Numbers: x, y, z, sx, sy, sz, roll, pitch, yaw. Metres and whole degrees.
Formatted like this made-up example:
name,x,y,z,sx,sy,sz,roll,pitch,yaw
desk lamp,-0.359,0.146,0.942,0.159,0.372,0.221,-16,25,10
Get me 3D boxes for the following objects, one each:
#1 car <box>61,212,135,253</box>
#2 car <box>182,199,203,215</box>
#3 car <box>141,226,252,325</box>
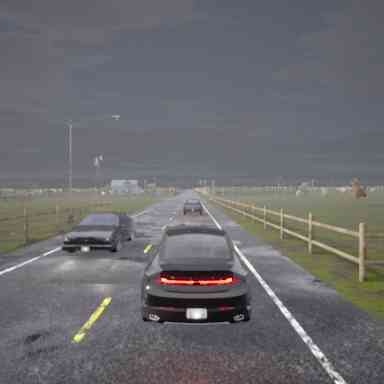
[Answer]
name,x,y,z,sx,sy,sz,roll,pitch,yaw
car,-3.603,1.536,13.868,2.033,1.411,5.357,0,0,0
car,0.095,1.457,33.195,2.128,1.511,4.902,0,0,0
car,0.077,1.500,7.210,1.837,1.490,4.892,0,0,0
